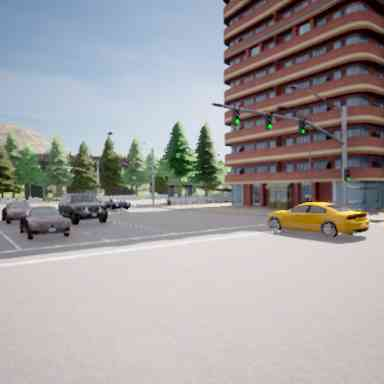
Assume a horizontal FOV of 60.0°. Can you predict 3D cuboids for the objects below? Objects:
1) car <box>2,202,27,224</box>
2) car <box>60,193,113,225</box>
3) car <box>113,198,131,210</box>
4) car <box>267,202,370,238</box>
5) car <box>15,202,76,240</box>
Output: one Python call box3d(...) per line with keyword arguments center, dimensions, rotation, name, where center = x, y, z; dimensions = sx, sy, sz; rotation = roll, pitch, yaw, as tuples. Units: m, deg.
box3d(center=(-12.682, 1.465, 24.343), dimensions=(1.812, 1.442, 4.674), rotation=(-1, 1, -35), name="car")
box3d(center=(-7.803, 1.104, 23.461), dimensions=(2.150, 2.045, 5.566), rotation=(-1, 1, -35), name="car")
box3d(center=(-8.623, 1.369, 36.926), dimensions=(1.895, 1.301, 4.718), rotation=(-1, 1, -35), name="car")
box3d(center=(5.928, 1.247, 16.265), dimensions=(1.882, 1.535, 5.008), rotation=(-1, 1, -35), name="car")
box3d(center=(-7.641, 1.467, 17.073), dimensions=(1.812, 1.442, 4.674), rotation=(-1, 1, -34), name="car")
